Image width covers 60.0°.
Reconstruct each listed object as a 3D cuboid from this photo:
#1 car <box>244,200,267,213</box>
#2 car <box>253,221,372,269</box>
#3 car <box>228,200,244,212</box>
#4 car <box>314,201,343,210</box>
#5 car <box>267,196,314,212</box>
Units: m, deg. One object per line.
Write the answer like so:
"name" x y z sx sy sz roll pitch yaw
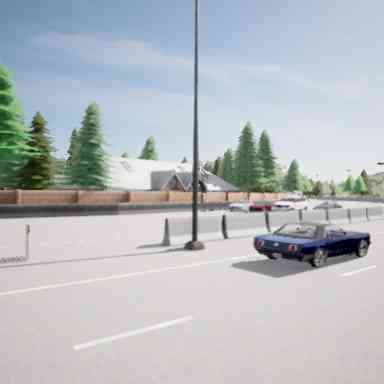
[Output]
"car" 8.694 1.719 39.698 1.882 1.535 5.008 0 -1 43
"car" 4.370 1.686 11.611 4.718 1.301 1.895 1 0 -39
"car" 6.528 1.761 42.494 1.812 1.442 4.674 0 0 43
"car" 14.798 1.770 35.996 2.128 1.511 4.902 0 0 42
"car" 11.067 1.469 37.079 2.150 2.045 5.566 0 0 43
